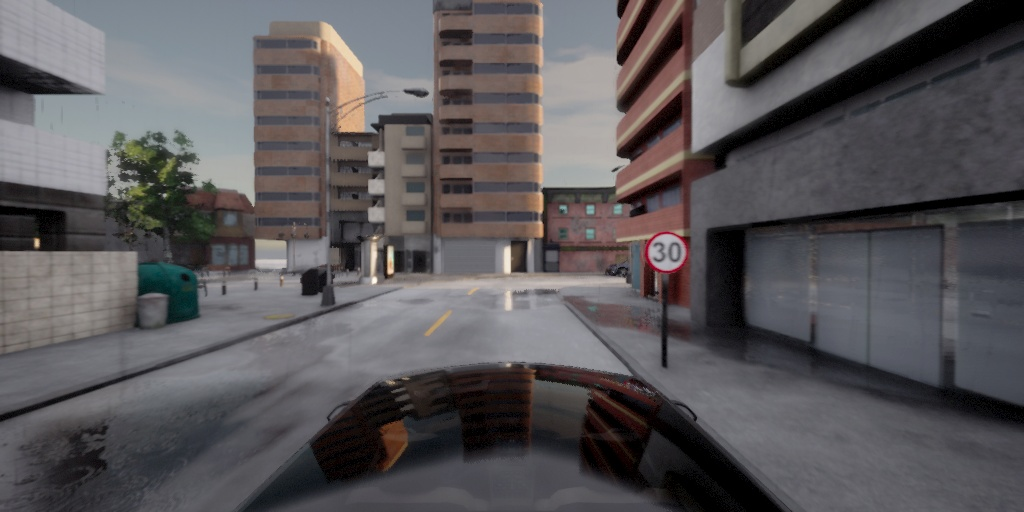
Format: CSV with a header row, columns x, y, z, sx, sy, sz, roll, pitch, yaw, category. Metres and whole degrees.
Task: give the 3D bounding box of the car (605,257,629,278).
x,y,z,sx,sy,sz,roll,pitch,yaw,category
9.765,0.819,28.463,4.553,1.767,2.097,0,1,-4,car
